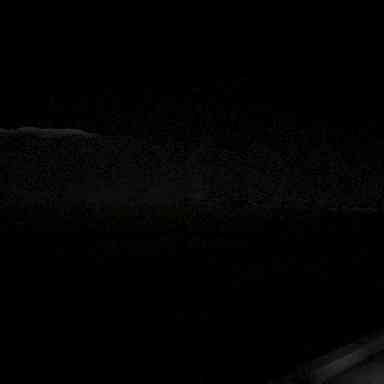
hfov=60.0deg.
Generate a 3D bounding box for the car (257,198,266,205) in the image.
[{"bbox_3d":[13.605,2.095,74.728,1.837,1.490,4.892,1,0,-35],"label":"car"}]

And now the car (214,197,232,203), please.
[{"bbox_3d":[7.729,2.039,83.088,1.837,1.490,4.892,1,0,-35],"label":"car"}]

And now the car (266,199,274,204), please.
[{"bbox_3d":[16.447,2.228,76.770,1.895,1.301,4.718,1,0,-35],"label":"car"}]

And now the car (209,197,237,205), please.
[{"bbox_3d":[6.249,1.958,66.978,1.882,1.535,5.008,1,0,-35],"label":"car"}]

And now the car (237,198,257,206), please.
[{"bbox_3d":[10.258,2.022,67.334,1.837,1.490,4.892,1,-1,-35],"label":"car"}]

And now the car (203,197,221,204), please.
[{"bbox_3d":[4.866,2.004,81.076,1.837,1.490,4.892,1,0,-35],"label":"car"}]

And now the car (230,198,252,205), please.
[{"bbox_3d":[10.695,2.057,72.783,1.837,1.490,4.892,1,0,-35],"label":"car"}]

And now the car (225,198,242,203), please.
[{"bbox_3d":[10.592,2.130,85.100,1.994,1.385,4.181,1,0,-35],"label":"car"}]

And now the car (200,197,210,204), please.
[{"bbox_3d":[1.984,2.063,79.087,1.895,1.301,4.718,1,0,-35],"label":"car"}]

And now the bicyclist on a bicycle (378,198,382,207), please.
[{"bbox_3d":[33.606,1.979,59.436,1.656,1.620,0.582,0,0,-35],"label":"bicyclist on a bicycle"}]

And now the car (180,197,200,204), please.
[{"bbox_3d":[-0.861,1.929,77.050,1.837,1.490,4.892,1,0,-35],"label":"car"}]
